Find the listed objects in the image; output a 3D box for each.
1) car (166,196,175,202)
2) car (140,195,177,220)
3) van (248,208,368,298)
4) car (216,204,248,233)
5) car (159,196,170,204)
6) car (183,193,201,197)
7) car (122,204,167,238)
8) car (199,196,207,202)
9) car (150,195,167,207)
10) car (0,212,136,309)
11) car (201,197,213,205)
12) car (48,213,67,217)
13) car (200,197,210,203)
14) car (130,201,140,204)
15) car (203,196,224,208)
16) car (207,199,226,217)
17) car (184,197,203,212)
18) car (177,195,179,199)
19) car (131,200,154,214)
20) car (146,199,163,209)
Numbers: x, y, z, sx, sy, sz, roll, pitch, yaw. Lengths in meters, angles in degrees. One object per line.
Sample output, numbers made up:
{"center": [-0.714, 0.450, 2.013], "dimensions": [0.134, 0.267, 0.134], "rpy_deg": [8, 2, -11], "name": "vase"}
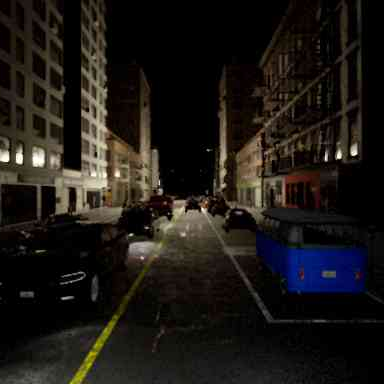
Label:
{"center": [-5.330, 1.723, 82.086], "dimensions": [1.802, 1.307, 4.206], "rpy_deg": [0, 0, 0], "name": "car"}
{"center": [-2.733, 1.281, 28.648], "dimensions": [2.150, 2.045, 5.566], "rpy_deg": [0, 0, 0], "name": "car"}
{"center": [2.639, 1.343, 8.226], "dimensions": [1.690, 1.788, 3.998], "rpy_deg": [0, 0, 0], "name": "van"}
{"center": [2.648, 1.607, 19.587], "dimensions": [1.802, 1.307, 4.206], "rpy_deg": [0, 0, 0], "name": "car"}
{"center": [-5.343, 1.560, 65.041], "dimensions": [1.967, 1.590, 4.097], "rpy_deg": [0, 0, 0], "name": "car"}
{"center": [0.119, 1.435, 52.317], "dimensions": [2.097, 1.767, 4.553], "rpy_deg": [0, 0, 2], "name": "car"}
{"center": [-2.787, 1.589, 18.135], "dimensions": [2.033, 1.411, 5.357], "rpy_deg": [0, 0, 1], "name": "car"}
{"center": [2.695, 1.639, 82.252], "dimensions": [1.752, 1.417, 4.829], "rpy_deg": [0, 0, 0], "name": "car"}
{"center": [-5.352, 1.419, 53.678], "dimensions": [2.192, 1.841, 5.009], "rpy_deg": [0, 0, 0], "name": "car"}
{"center": [-2.834, 1.499, 8.229], "dimensions": [1.882, 1.535, 5.008], "rpy_deg": [0, 0, 0], "name": "car"}
{"center": [2.678, 1.635, 59.357], "dimensions": [2.008, 1.369, 4.403], "rpy_deg": [0, 0, 0], "name": "car"}
{"center": [-5.381, 1.586, 13.904], "dimensions": [1.887, 1.381, 4.507], "rpy_deg": [0, 0, 0], "name": "car"}
{"center": [2.687, 1.665, 70.720], "dimensions": [1.947, 1.339, 4.313], "rpy_deg": [0, 0, 0], "name": "car"}
{"center": [-5.368, 1.598, 30.780], "dimensions": [1.752, 1.417, 4.829], "rpy_deg": [0, 0, 0], "name": "car"}
{"center": [2.661, 1.368, 36.633], "dimensions": [2.192, 1.841, 5.009], "rpy_deg": [0, 0, 0], "name": "car"}
{"center": [2.657, 1.627, 30.951], "dimensions": [1.802, 1.307, 4.206], "rpy_deg": [0, 0, 0], "name": "car"}
{"center": [0.123, 1.592, 38.907], "dimensions": [1.812, 1.442, 4.674], "rpy_deg": [0, -1, 0], "name": "car"}
{"center": [-5.325, 1.699, 87.768], "dimensions": [2.008, 1.369, 4.403], "rpy_deg": [0, 0, 0], "name": "car"}
{"center": [-5.364, 1.647, 36.632], "dimensions": [1.947, 1.339, 4.313], "rpy_deg": [0, 0, 0], "name": "car"}
{"center": [-5.355, 1.662, 47.996], "dimensions": [1.947, 1.339, 4.313], "rpy_deg": [0, 0, 0], "name": "car"}
